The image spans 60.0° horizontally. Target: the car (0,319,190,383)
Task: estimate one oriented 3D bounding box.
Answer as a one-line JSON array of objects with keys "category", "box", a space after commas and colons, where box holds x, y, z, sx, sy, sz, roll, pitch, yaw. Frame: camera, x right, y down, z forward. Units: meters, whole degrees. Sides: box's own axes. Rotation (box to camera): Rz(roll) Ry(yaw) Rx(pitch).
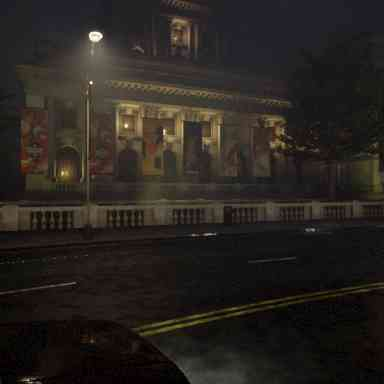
[{"category": "car", "box": [-2.521, 1.548, 1.837, 5.357, 1.411, 2.033, 0, 0, -36]}]
